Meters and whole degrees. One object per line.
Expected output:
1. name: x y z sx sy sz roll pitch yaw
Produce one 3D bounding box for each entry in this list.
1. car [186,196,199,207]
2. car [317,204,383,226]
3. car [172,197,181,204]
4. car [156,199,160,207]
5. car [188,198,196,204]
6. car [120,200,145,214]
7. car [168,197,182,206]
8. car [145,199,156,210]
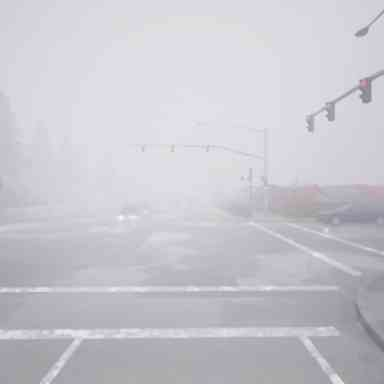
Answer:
1. car: 0.069 1.707 63.560 2.150 2.045 5.566 0 0 0
2. car: 11.511 1.605 23.758 5.008 1.535 1.882 0 0 0
3. car: -3.537 2.076 78.299 1.882 1.535 5.008 0 0 0
4. car: -7.083 1.948 61.527 1.882 1.535 5.008 0 0 0
5. car: -0.037 2.098 78.218 1.837 1.490 4.892 0 0 0
6. car: -7.110 1.901 39.217 1.895 1.301 4.718 0 0 0
7. car: -3.432 1.846 64.691 2.097 1.767 4.553 0 -1 0
8. car: -7.106 1.927 49.627 2.033 1.411 5.357 0 0 0
